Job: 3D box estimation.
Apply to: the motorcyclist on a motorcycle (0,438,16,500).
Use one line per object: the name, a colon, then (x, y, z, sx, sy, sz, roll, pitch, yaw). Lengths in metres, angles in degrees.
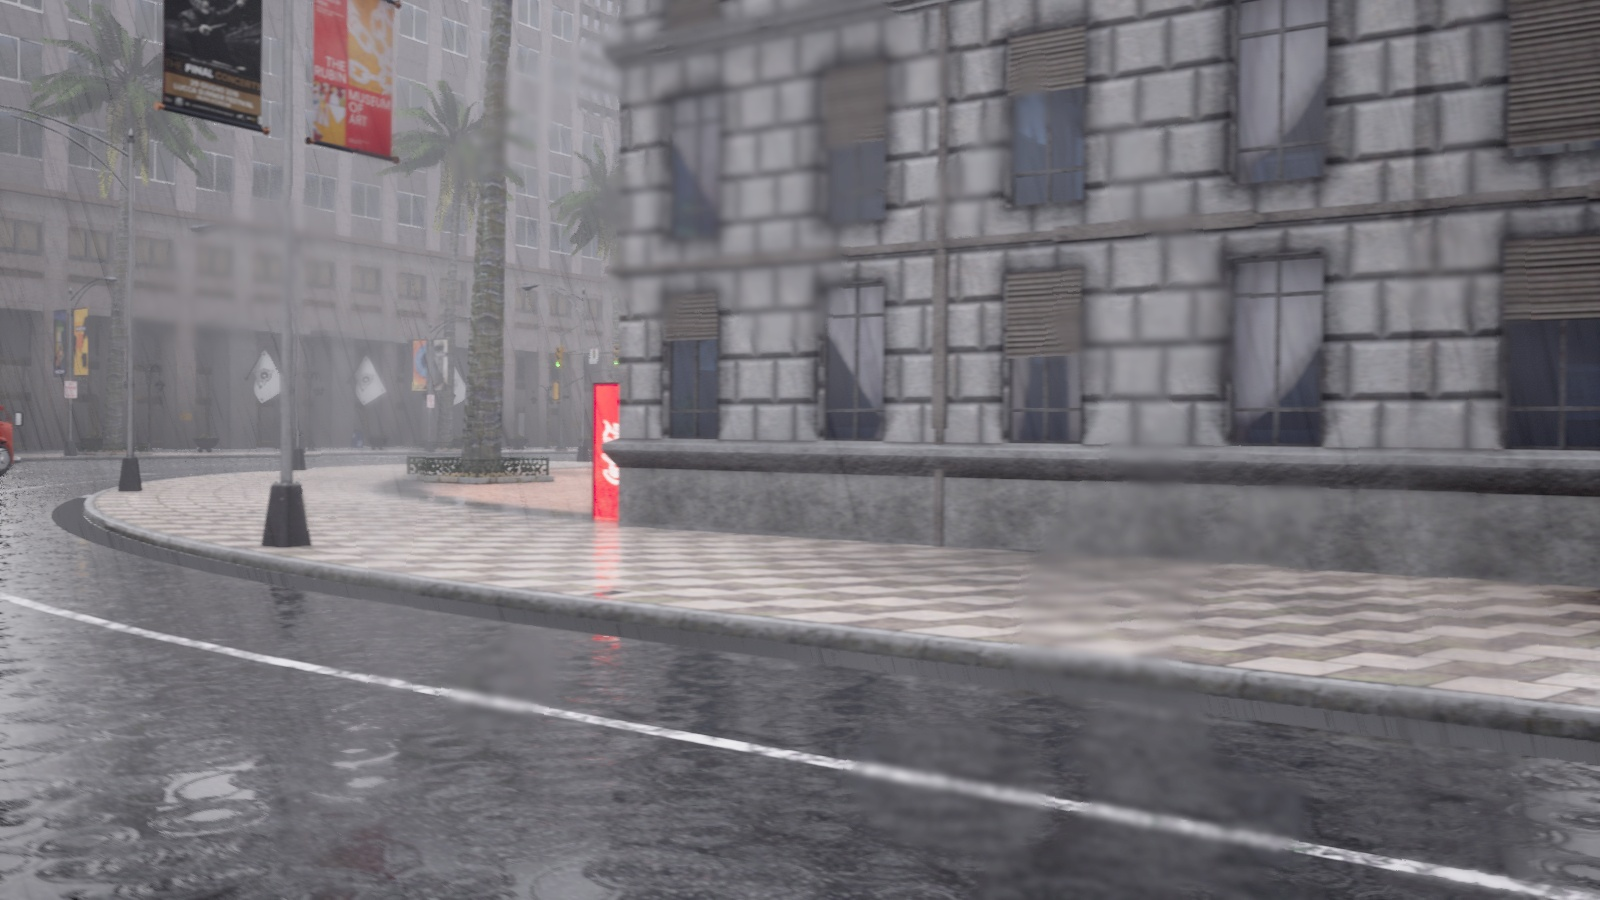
motorcyclist on a motorcycle: (-20.208, 0.474, 30.995, 0.797, 1.523, 2.044, 0, 1, -11)

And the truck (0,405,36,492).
truck: (-24.161, -0.016, 35.097, 2.627, 2.467, 5.204, -1, 1, -4)
